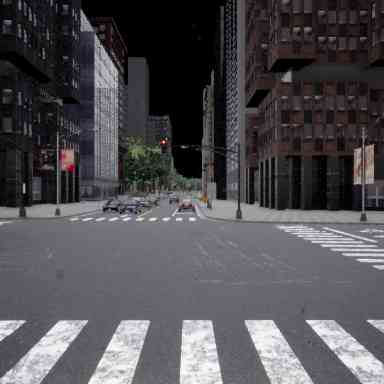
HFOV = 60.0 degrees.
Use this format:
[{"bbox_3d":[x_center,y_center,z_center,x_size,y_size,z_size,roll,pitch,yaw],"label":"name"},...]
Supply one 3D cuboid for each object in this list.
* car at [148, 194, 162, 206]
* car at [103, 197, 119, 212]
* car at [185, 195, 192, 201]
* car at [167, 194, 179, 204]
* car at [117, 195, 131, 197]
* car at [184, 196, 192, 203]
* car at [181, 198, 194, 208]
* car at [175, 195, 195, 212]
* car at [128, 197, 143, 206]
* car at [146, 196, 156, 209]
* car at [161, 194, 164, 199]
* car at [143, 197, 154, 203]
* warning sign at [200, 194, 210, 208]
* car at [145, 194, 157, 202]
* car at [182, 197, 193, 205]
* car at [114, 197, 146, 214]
[{"bbox_3d":[-6.570,1.551,55.547,1.837,1.490,4.892,0,0,0],"label":"car"},{"bbox_3d":[-9.139,1.574,38.919,1.947,1.339,4.313,0,0,0],"label":"car"},{"bbox_3d":[-0.939,1.575,87.797,1.967,1.590,4.097,0,0,0],"label":"car"},{"bbox_3d":[-3.451,1.577,65.675,1.837,1.490,4.892,0,0,0],"label":"car"},{"bbox_3d":[-9.176,1.336,44.345,2.192,1.841,5.009,0,0,0],"label":"car"},{"bbox_3d":[-0.831,1.613,71.692,1.752,1.417,4.829,0,0,0],"label":"car"},{"bbox_3d":[-0.686,1.615,49.822,1.802,1.307,4.206,0,0,0],"label":"car"},{"bbox_3d":[-0.614,1.449,38.973,1.967,1.590,4.097,0,0,0],"label":"car"},{"bbox_3d":[-9.246,1.571,55.026,1.752,1.417,4.829,0,0,0],"label":"car"},{"bbox_3d":[-6.523,1.587,45.354,1.994,1.385,4.181,0,0,-1],"label":"car"},{"bbox_3d":[-9.465,1.450,87.752,2.192,1.841,5.009,0,0,0],"label":"car"},{"bbox_3d":[-9.355,1.669,71.474,1.802,1.307,4.206,0,0,0],"label":"car"},{"bbox_3d":[1.672,1.132,42.659,1.300,1.860,1.060,0,0,0],"label":"warning sign"},{"bbox_3d":[-9.392,1.418,76.901,2.192,1.841,5.009,0,0,0],"label":"car"},{"bbox_3d":[-0.758,1.604,60.672,1.887,1.381,4.507,0,0,0],"label":"car"},{"bbox_3d":[-6.459,1.548,35.399,2.033,1.411,5.357,0,0,-1],"label":"car"}]
